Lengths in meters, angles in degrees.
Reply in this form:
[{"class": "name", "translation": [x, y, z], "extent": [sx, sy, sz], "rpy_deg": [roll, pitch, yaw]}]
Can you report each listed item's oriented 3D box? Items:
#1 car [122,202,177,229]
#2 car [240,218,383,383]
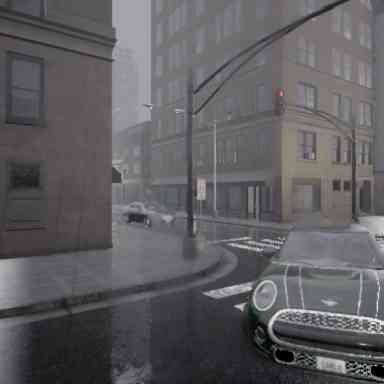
[{"class": "car", "translation": [-2.793, 1.392, 21.206], "extent": [2.128, 1.511, 4.902], "rpy_deg": [0, 0, -36]}, {"class": "car", "translation": [2.409, 1.350, 5.823], "extent": [2.097, 1.767, 4.553], "rpy_deg": [-1, 0, 22]}]
